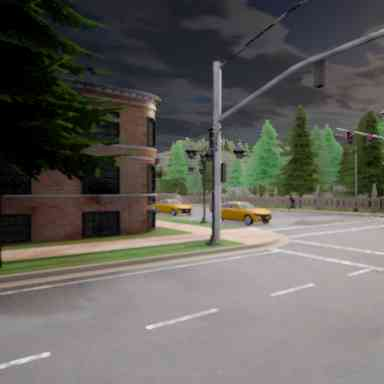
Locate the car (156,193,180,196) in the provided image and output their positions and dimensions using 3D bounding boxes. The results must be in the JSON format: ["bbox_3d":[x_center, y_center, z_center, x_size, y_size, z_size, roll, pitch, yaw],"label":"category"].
[{"bbox_3d":[-2.428,1.186,38.988,2.150,2.045,5.566,0,0,-35],"label":"car"}]

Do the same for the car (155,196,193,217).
[{"bbox_3d":[-1.840,1.448,31.917,1.882,1.535,5.008,0,0,-34],"label":"car"}]

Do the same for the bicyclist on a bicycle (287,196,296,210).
[{"bbox_3d":[11.408,1.251,38.187,1.656,1.620,0.582,0,0,-35],"label":"bicyclist on a bicycle"}]

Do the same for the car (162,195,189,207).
[{"bbox_3d":[-2.661,1.304,51.775,2.097,1.767,4.553,0,0,-35],"label":"car"}]

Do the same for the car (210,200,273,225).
[{"bbox_3d":[3.575,1.450,24.030,1.882,1.535,5.008,0,0,-35],"label":"car"}]

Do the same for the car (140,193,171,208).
[{"bbox_3d":[-5.578,1.178,49.840,2.150,2.045,5.566,0,0,-35],"label":"car"}]

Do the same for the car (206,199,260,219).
[{"bbox_3d":[3.602,1.458,30.170,2.128,1.511,4.902,0,0,-34],"label":"car"}]
